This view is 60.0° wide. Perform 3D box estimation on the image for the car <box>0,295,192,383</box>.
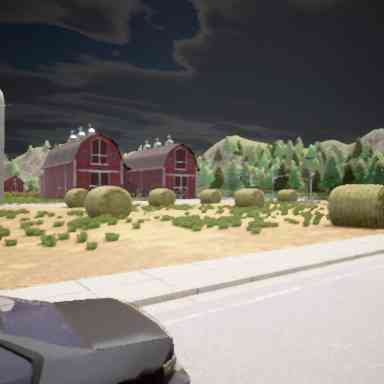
[{"bbox_3d":[-2.584,1.546,2.142,5.357,1.411,2.033,0,0,-35],"label":"car"}]
